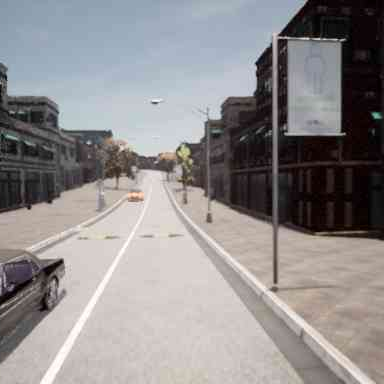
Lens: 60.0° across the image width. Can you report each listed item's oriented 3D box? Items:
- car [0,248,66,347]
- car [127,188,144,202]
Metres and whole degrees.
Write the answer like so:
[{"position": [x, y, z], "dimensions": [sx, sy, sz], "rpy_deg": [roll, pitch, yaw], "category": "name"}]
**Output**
[{"position": [-3.484, 1.642, 4.970], "dimensions": [1.895, 1.301, 4.718], "rpy_deg": [-1, 0, -5], "category": "car"}, {"position": [-7.654, 0.334, 45.201], "dimensions": [2.097, 1.767, 4.553], "rpy_deg": [-1, 4, -6], "category": "car"}]
